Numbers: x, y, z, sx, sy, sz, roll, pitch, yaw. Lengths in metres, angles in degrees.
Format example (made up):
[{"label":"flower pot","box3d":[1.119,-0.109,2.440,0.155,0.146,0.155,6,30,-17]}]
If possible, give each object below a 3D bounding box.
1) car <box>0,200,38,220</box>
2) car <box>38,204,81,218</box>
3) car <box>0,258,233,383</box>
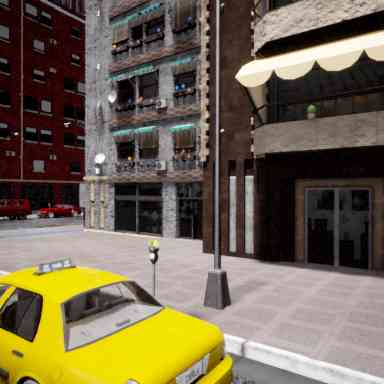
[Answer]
[{"label":"car","box3d":[-16.838,1.590,29.453,2.192,1.841,5.009,-1,-2,35]},{"label":"car","box3d":[-13.556,1.923,34.101,1.887,1.381,4.507,-1,-2,35]},{"label":"car","box3d":[-1.874,1.525,4.199,4.829,1.417,1.752,0,0,35]}]
